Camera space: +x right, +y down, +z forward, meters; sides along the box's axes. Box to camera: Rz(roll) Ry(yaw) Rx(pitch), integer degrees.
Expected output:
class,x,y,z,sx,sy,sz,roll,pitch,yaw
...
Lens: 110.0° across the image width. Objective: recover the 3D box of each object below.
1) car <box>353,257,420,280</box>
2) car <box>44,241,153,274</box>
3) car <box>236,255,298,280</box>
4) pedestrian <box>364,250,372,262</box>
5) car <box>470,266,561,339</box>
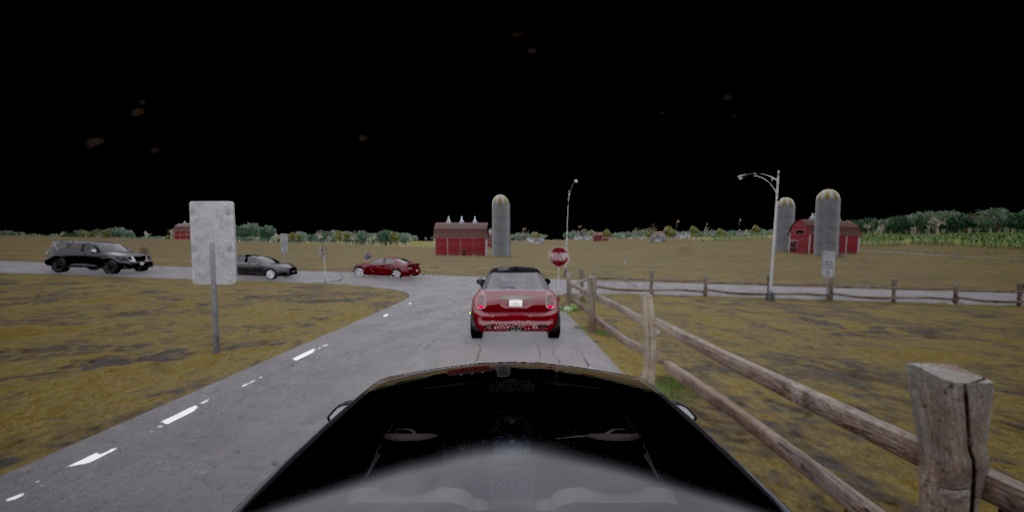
class,x,y,z,sx,sy,sz,roll,pitch,yaw
car,-9.266,0.799,26.474,5.008,1.535,1.882,3,2,14
car,-27.604,0.057,24.056,5.566,2.045,2.150,2,3,0
car,-17.067,0.693,24.054,4.892,1.490,1.837,2,3,0
pedestrian,-12.075,0.404,29.989,0.375,1.860,0.375,0,1,0
car,0.056,1.058,10.127,2.097,1.767,4.553,0,0,-1
